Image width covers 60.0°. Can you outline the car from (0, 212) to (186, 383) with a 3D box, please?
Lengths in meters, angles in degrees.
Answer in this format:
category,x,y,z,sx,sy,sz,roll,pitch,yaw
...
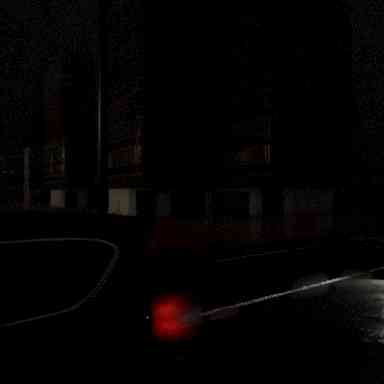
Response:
category,x,y,z,sx,sy,sz,roll,pitch,yaw
car,-2.675,1.221,2.137,5.566,2.045,2.150,0,0,-34
